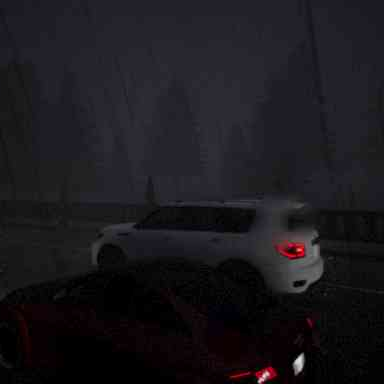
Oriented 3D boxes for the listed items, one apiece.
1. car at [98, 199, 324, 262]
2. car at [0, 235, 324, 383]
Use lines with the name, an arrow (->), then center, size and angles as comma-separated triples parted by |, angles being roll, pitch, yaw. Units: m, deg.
car -> 0.125, 1.181, 7.860 | 5.566, 2.045, 2.150 | 0, 0, 32
car -> -0.673, 1.540, 4.191 | 4.181, 1.385, 1.994 | 0, 0, 34
